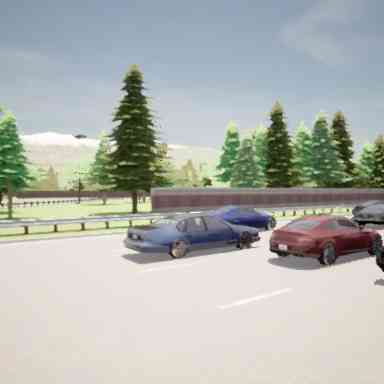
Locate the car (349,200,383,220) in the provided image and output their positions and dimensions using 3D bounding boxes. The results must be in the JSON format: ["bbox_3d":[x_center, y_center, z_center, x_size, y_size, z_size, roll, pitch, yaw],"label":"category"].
[{"bbox_3d":[15.124,1.439,27.450,4.674,1.442,1.812,0,0,-35],"label":"car"}]

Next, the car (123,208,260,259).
[{"bbox_3d":[0.164,1.525,12.508,5.357,1.411,2.033,0,0,-35],"label":"car"}]

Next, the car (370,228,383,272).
[{"bbox_3d":[6.839,1.569,8.649,4.718,1.301,1.895,0,0,-35],"label":"car"}]

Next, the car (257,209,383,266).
[{"bbox_3d":[4.631,1.494,11.374,4.674,1.442,1.812,0,0,-35],"label":"car"}]

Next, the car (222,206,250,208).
[{"bbox_3d":[2.657,1.486,18.556,4.674,1.442,1.812,0,0,-35],"label":"car"}]

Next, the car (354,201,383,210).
[{"bbox_3d":[12.375,1.479,21.221,5.357,1.411,2.033,0,0,-35],"label":"car"}]
